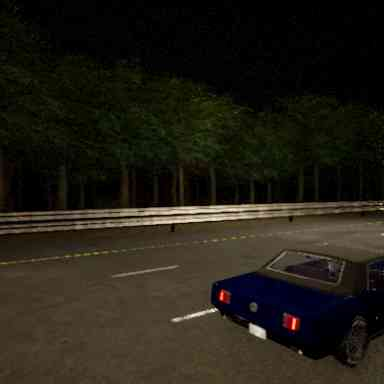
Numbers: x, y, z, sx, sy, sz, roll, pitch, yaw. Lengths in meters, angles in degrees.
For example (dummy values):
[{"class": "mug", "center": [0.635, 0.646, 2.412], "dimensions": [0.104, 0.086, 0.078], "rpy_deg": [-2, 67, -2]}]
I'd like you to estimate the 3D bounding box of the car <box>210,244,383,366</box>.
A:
[{"class": "car", "center": [2.700, 1.598, 5.794], "dimensions": [4.718, 1.301, 1.895], "rpy_deg": [0, 0, -36]}]
